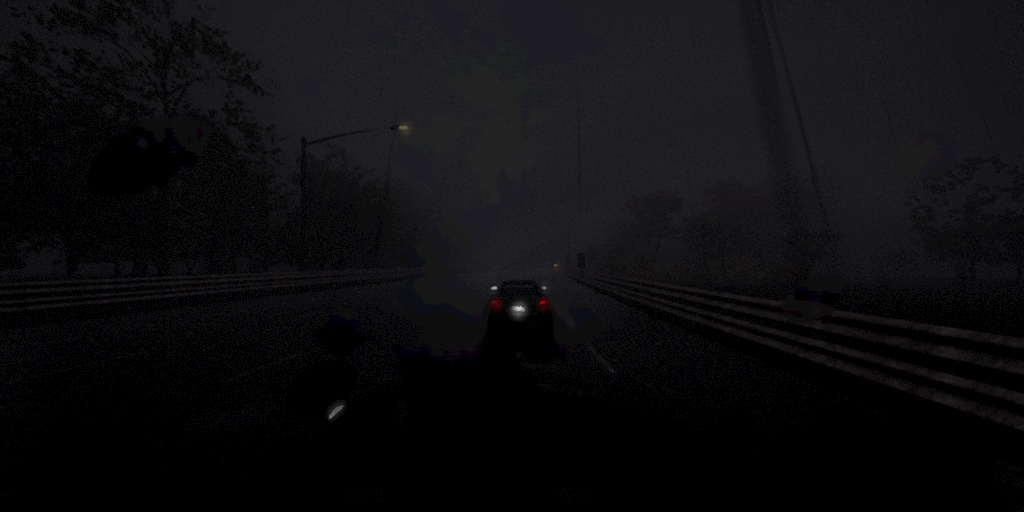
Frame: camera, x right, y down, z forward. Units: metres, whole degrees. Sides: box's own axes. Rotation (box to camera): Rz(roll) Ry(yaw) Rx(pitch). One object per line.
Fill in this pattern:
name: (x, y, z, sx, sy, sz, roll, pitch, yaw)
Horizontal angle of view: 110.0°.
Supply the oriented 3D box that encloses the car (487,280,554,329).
car: (0.270, 1.482, 11.908, 1.994, 1.385, 4.181, 0, -1, 1)
